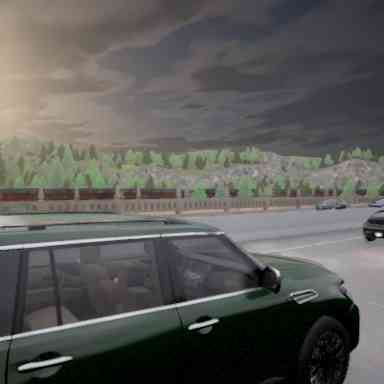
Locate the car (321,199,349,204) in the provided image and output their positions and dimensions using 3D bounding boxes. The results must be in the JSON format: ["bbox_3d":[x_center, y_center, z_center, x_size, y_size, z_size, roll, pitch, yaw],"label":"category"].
[{"bbox_3d":[15.818,1.526,37.298,4.892,1.490,1.837,1,0,-36],"label":"car"}]

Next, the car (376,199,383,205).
[{"bbox_3d":[19.853,1.491,31.583,5.008,1.535,1.882,0,0,-36],"label":"car"}]

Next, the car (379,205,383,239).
[{"bbox_3d":[9.667,1.512,15.188,4.892,1.490,1.837,0,0,-36],"label":"car"}]

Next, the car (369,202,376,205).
[{"bbox_3d":[21.707,1.494,37.268,5.008,1.535,1.882,0,0,-36],"label":"car"}]

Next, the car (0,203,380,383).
[{"bbox_3d":[-0.601,1.224,3.346,5.566,2.045,2.150,0,0,-36],"label":"car"}]
